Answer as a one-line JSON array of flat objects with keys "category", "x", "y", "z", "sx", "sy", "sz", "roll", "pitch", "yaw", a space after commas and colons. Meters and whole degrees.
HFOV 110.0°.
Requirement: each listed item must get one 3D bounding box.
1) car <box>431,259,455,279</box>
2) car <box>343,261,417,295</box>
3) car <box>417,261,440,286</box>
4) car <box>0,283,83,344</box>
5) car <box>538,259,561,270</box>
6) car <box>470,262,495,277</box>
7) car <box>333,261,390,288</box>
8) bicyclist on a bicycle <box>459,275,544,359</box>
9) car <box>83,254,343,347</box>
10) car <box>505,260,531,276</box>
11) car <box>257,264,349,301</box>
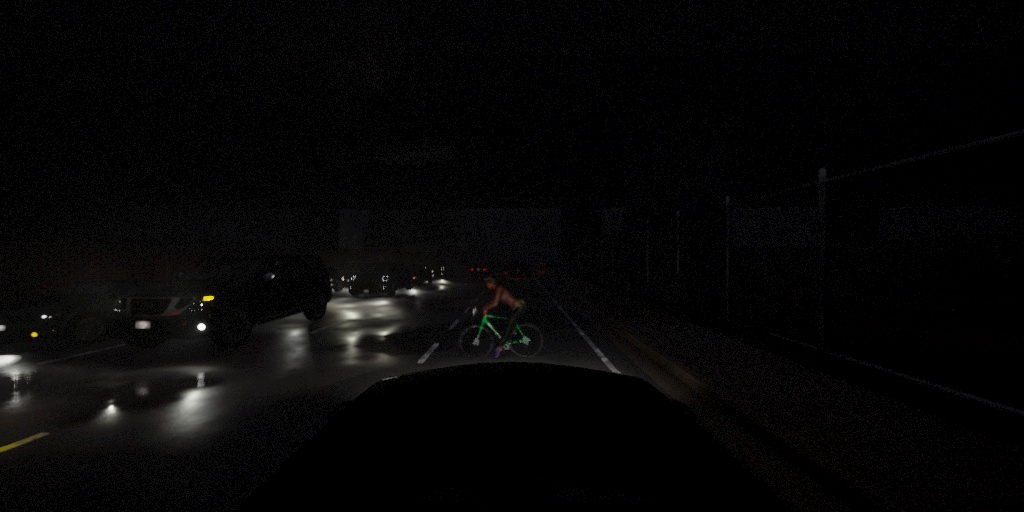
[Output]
[{"category": "car", "x": -6.636, "y": 1.073, "z": 32.536, "sx": 2.097, "sy": 1.767, "sz": 4.553, "roll": 0, "pitch": 0, "yaw": 3}, {"category": "car", "x": -6.922, "y": 1.085, "z": 19.330, "sx": 2.097, "sy": 1.767, "sz": 4.553, "roll": 0, "pitch": 0, "yaw": 1}, {"category": "car", "x": -6.786, "y": 1.275, "z": 24.998, "sx": 2.033, "sy": 1.411, "sz": 5.357, "roll": 0, "pitch": 0, "yaw": 1}, {"category": "car", "x": -10.527, "y": 1.305, "z": 9.398, "sx": 1.994, "sy": 1.385, "sz": 4.181, "roll": 0, "pitch": 0, "yaw": 2}, {"category": "car", "x": 5.381, "y": 1.212, "z": 50.812, "sx": 1.837, "sy": 1.490, "sz": 4.892, "roll": 0, "pitch": 0, "yaw": 29}, {"category": "car", "x": -2.815, "y": 1.267, "z": 34.899, "sx": 2.033, "sy": 1.411, "sz": 5.357, "roll": 0, "pitch": 0, "yaw": 5}, {"category": "car", "x": -10.285, "y": 1.196, "z": 25.007, "sx": 1.837, "sy": 1.490, "sz": 4.892, "roll": 0, "pitch": 2, "yaw": 1}, {"category": "bicyclist on a bicycle", "x": -0.221, "y": 1.194, "z": 6.932, "sx": 1.656, "sy": 1.620, "sz": 0.582, "roll": -2, "pitch": 0, "yaw": 1}, {"category": "car", "x": -7.038, "y": 0.963, "z": 9.621, "sx": 2.150, "sy": 2.045, "sz": 5.566, "roll": 0, "pitch": 0, "yaw": 0}, {"category": "car", "x": 0.809, "y": 1.197, "z": 36.050, "sx": 1.882, "sy": 1.535, "sz": 5.008, "roll": 0, "pitch": 0, "yaw": 6}, {"category": "car", "x": -10.436, "y": 1.238, "z": 18.421, "sx": 1.837, "sy": 1.490, "sz": 4.892, "roll": 0, "pitch": 0, "yaw": 1}]
